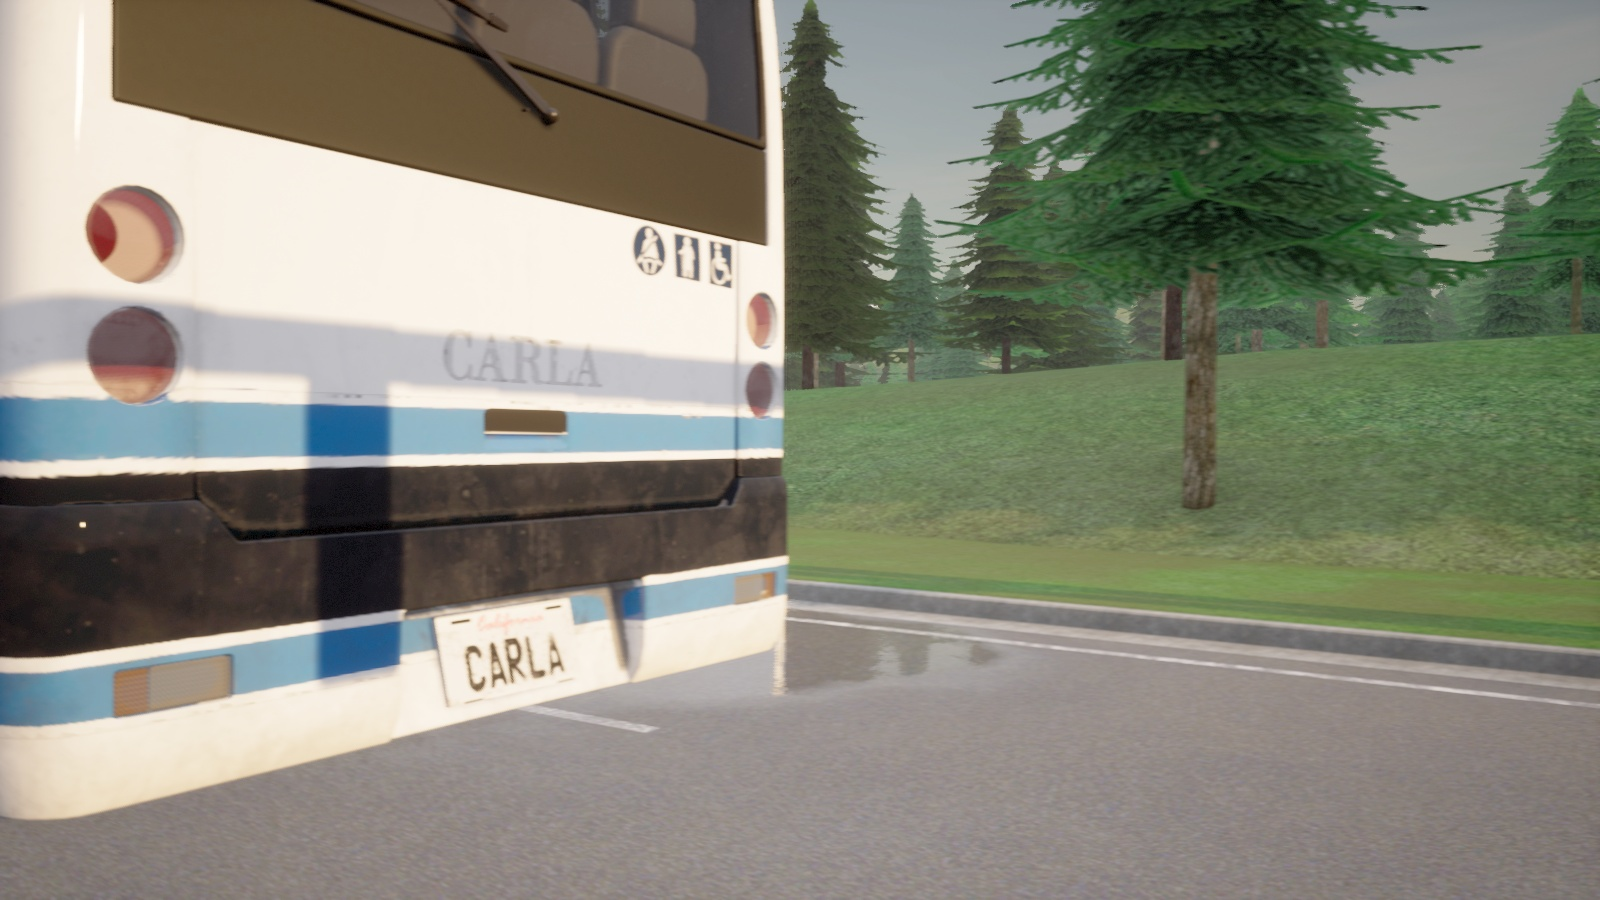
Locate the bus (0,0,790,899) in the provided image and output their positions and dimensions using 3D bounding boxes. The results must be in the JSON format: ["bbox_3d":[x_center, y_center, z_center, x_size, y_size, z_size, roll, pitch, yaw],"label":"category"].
[{"bbox_3d":[-5.437,-0.694,7.209,10.273,4.253,3.944,0,1,34],"label":"bus"}]
